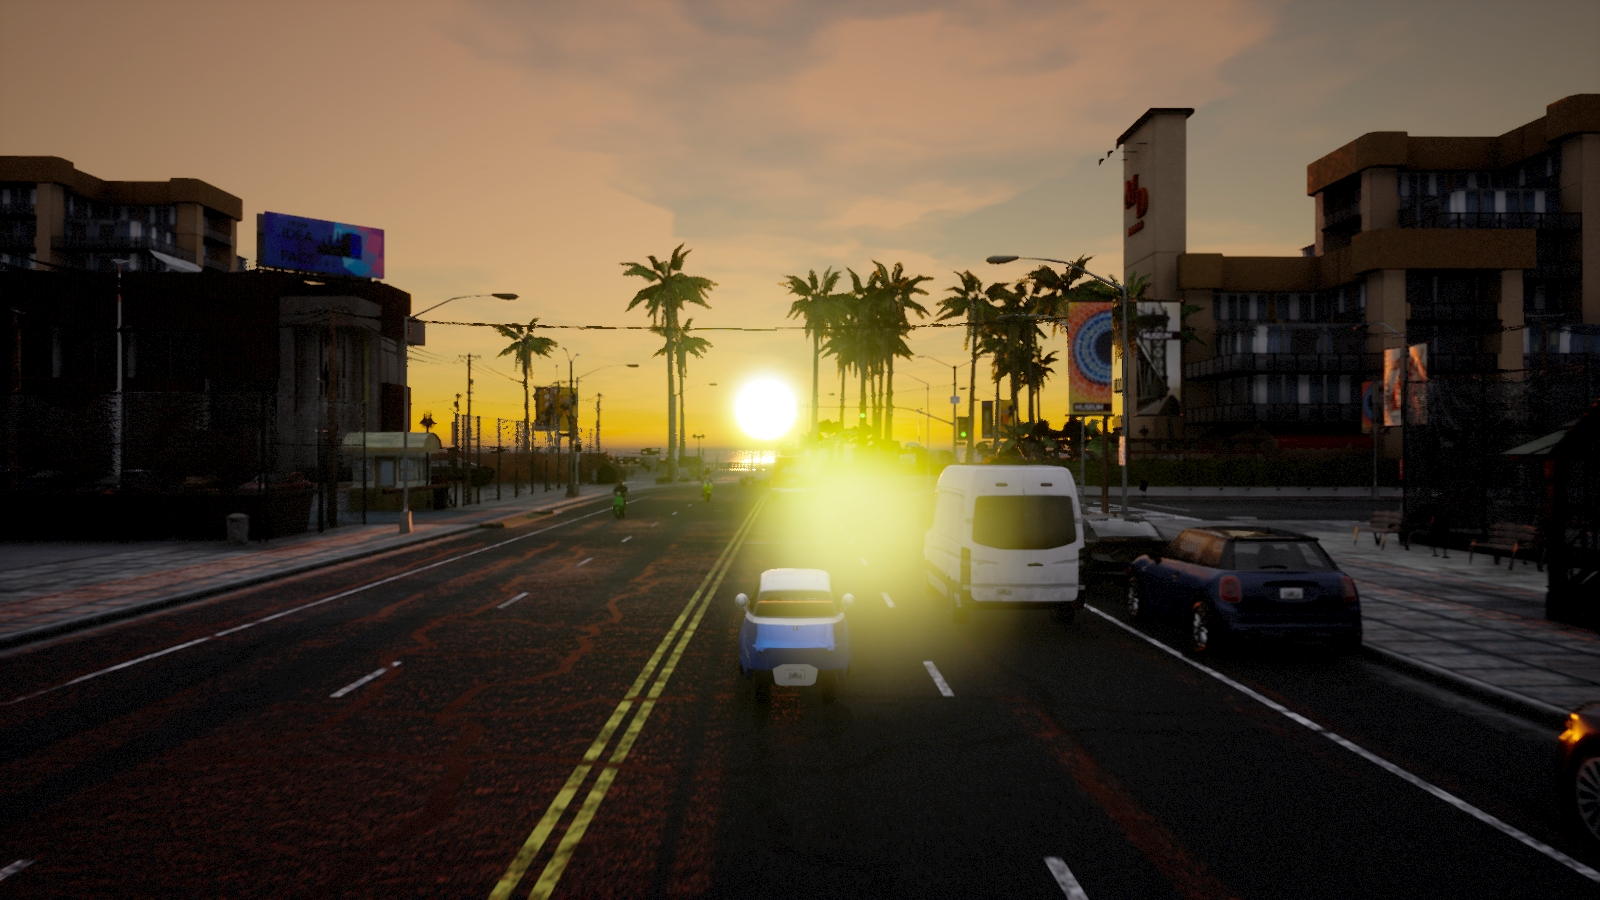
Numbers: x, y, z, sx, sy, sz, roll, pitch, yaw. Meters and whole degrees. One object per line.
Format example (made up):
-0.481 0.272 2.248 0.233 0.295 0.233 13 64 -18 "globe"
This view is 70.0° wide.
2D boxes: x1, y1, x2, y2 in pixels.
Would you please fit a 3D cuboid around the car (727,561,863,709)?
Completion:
-0.057 2.120 13.536 1.481 1.376 2.207 0 0 0 "car"

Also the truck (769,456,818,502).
-0.351 1.568 64.748 2.627 2.467 5.204 0 0 0 "truck"

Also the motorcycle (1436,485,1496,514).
29.718 2.205 51.002 2.209 1.251 0.867 0 0 0 "motorcycle"

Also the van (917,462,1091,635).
3.401 1.534 20.300 1.988 2.561 5.915 0 0 0 "van"
